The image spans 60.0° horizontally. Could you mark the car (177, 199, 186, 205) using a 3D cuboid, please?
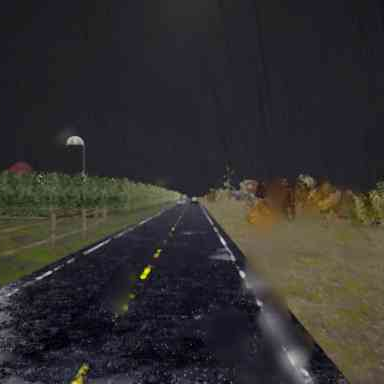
[{"bbox_3d":[-2.241,2.155,70.368,1.895,1.301,4.718,0,-1,0],"label":"car"}]

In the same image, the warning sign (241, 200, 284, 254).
[{"bbox_3d":[2.519,1.209,12.013,1.300,1.860,1.060,0,-1,0],"label":"warning sign"}]

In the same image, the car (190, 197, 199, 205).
[{"bbox_3d":[0.558,2.218,77.005,1.994,1.385,4.181,0,-1,0],"label":"car"}]
